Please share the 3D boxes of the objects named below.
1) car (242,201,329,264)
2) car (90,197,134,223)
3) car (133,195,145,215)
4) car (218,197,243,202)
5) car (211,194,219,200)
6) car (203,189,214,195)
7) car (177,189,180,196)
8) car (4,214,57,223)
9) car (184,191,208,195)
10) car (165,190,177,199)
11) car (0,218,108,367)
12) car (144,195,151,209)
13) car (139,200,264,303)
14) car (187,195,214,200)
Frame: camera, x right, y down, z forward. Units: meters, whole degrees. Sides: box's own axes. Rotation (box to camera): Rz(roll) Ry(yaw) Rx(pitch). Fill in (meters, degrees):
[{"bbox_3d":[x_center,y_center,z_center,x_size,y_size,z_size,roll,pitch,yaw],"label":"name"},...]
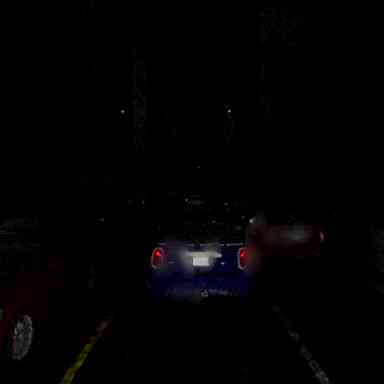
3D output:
[{"bbox_3d":[2.976,1.289,11.210,1.967,1.590,4.097,0,1,1],"label":"car"},{"bbox_3d":[-5.423,1.267,22.309,1.947,1.339,4.313,0,1,1],"label":"car"},{"bbox_3d":[-5.361,1.211,27.810,1.802,1.307,4.206,0,1,1],"label":"car"},{"bbox_3d":[3.101,1.255,22.212,2.008,1.369,4.403,0,1,1],"label":"car"},{"bbox_3d":[3.227,1.127,33.213,1.947,1.339,4.313,0,1,1],"label":"car"},{"bbox_3d":[3.682,0.549,70.297,1.967,1.590,4.097,0,1,1],"label":"car"},{"bbox_3d":[-4.699,0.535,81.223,2.008,1.369,4.403,0,1,1],"label":"car"},{"bbox_3d":[-5.548,1.428,11.309,1.802,1.307,4.206,0,1,1],"label":"car"},{"bbox_3d":[0.360,1.031,32.110,1.801,1.575,5.366,0,1,1],"label":"car"},{"bbox_3d":[-4.842,0.688,70.408,1.802,1.307,4.206,0,1,1],"label":"car"},{"bbox_3d":[-3.041,1.446,5.796,1.812,1.442,4.674,0,1,1],"label":"car"},{"bbox_3d":[-5.298,0.998,33.309,1.967,1.590,4.097,0,1,1],"label":"car"},{"bbox_3d":[0.186,1.242,8.113,2.097,1.767,4.553,0,1,1],"label":"car"},{"bbox_3d":[0.341,1.184,22.052,1.882,1.535,5.008,0,0,1],"label":"car"}]
